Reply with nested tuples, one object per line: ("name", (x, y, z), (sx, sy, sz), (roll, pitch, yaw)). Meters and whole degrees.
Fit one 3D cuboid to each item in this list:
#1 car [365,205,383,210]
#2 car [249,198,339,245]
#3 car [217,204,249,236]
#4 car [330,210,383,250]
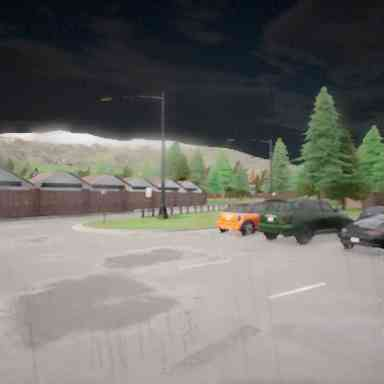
("car", (16.107, 1.836, 28.272), (4.181, 1.385, 1.994), (1, 0, -35))
("car", (5.715, 1.347, 16.553), (5.566, 2.045, 2.150), (0, 0, -36))
("car", (3.730, 1.481, 19.435), (4.553, 1.767, 2.097), (1, -1, -35))
("car", (8.038, 1.659, 13.907), (4.674, 1.442, 1.812), (0, 0, -35))
